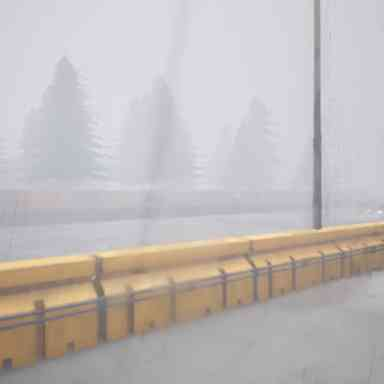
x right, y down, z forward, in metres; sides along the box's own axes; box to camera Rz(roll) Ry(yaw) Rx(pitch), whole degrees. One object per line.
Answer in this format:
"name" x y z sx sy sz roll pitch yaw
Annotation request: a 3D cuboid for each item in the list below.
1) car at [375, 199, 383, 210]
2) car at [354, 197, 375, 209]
"car" 24.958 1.434 41.469 5.008 1.535 1.882 0 0 -45
"car" 23.640 1.433 45.099 1.882 1.535 5.008 0 0 45
